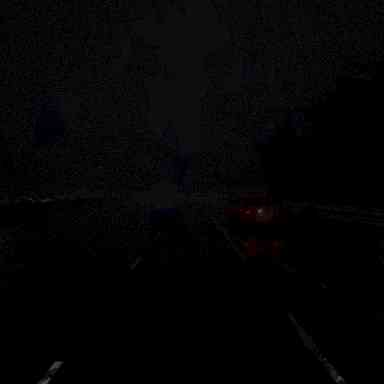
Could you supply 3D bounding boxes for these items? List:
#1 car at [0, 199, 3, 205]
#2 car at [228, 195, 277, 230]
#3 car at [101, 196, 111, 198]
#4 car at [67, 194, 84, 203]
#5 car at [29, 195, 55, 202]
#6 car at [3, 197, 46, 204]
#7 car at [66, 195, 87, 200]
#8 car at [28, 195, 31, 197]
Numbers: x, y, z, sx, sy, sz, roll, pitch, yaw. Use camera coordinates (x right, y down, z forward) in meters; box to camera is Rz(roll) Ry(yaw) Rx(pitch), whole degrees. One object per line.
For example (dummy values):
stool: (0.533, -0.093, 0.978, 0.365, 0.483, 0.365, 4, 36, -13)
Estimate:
car: (-21.096, 1.478, 37.492, 1.812, 1.442, 4.674, 0, 0, 0)
car: (3.674, 1.200, 21.028, 2.150, 2.045, 5.566, 0, 0, -3)
car: (-17.519, 1.459, 67.839, 2.033, 1.411, 5.357, 0, 0, 0)
car: (-24.519, 1.266, 70.166, 2.097, 1.767, 4.553, 0, 0, 0)
car: (-24.546, 1.531, 55.126, 1.895, 1.301, 4.718, 0, 0, 1)
car: (-17.601, 1.519, 35.206, 1.994, 1.385, 4.181, 0, 0, 0)
car: (-17.576, 1.534, 52.471, 1.895, 1.301, 4.718, 0, 0, 0)
car: (-28.017, 1.279, 58.571, 2.097, 1.767, 4.553, 0, 0, 0)
